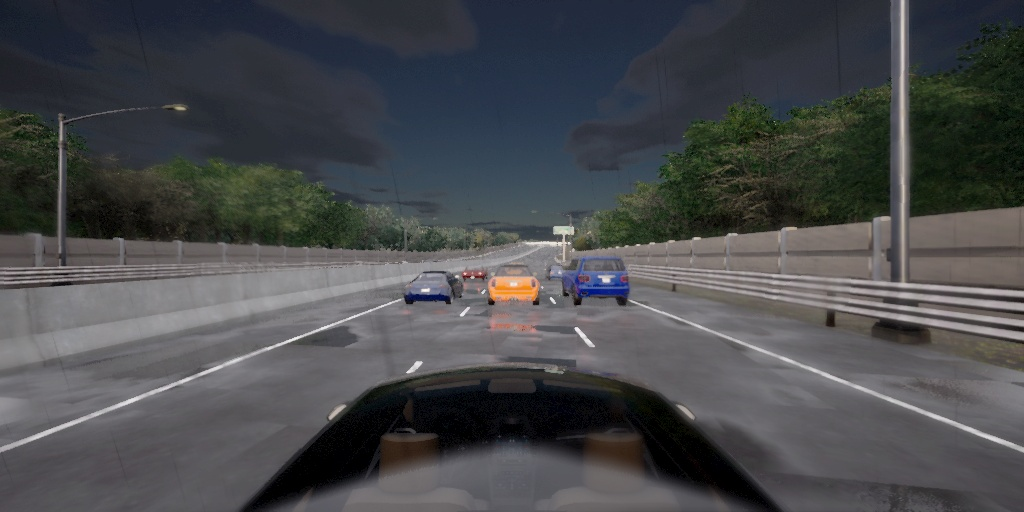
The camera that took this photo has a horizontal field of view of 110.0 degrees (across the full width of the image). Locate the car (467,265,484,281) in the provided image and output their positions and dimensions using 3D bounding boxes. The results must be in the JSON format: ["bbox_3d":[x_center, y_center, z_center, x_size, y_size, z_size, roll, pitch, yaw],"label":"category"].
[{"bbox_3d":[-3.126,1.455,31.200,1.895,1.301,4.718,0,0,1],"label":"car"}]

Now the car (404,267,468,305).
[{"bbox_3d":[-3.408,1.343,16.237,1.994,1.385,4.181,0,0,1],"label":"car"}]

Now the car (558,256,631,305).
[{"bbox_3d":[3.592,1.030,16.180,2.150,2.045,5.566,0,0,1],"label":"car"}]

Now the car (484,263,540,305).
[{"bbox_3d":[0.092,1.138,16.164,2.097,1.767,4.553,0,0,1],"label":"car"}]

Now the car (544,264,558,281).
[{"bbox_3d":[3.872,1.404,30.995,2.033,1.411,5.357,0,0,1],"label":"car"}]
